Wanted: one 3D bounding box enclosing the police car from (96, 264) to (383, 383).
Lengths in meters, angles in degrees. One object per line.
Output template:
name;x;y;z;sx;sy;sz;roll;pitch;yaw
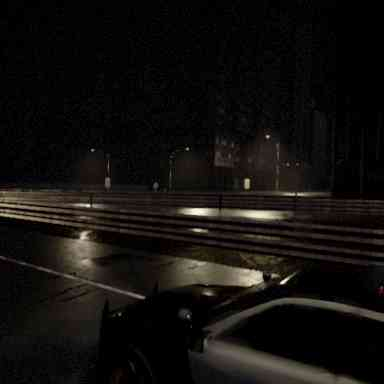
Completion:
police car;1.175;1.487;3.030;4.974;1.542;2.038;2;1;35
